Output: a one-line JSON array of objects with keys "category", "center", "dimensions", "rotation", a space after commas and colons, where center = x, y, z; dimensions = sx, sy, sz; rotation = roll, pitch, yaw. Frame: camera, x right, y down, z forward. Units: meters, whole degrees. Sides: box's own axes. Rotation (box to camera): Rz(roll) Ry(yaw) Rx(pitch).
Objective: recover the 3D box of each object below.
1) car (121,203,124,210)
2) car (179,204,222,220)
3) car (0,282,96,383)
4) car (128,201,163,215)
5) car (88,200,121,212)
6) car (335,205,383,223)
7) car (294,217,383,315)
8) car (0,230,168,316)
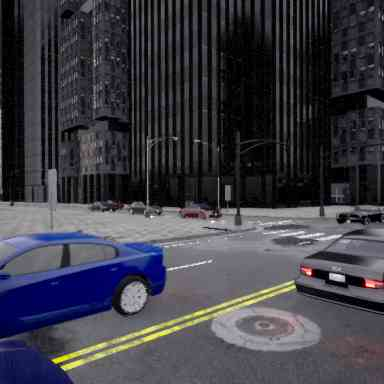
[{"category": "car", "center": [-11.925, 1.881, 48.852], "dimensions": [1.882, 1.535, 5.008], "rotation": [0, 0, -42]}, {"category": "car", "center": [0.697, 1.750, 29.944], "dimensions": [1.994, 1.385, 4.181], "rotation": [0, 0, -43]}, {"category": "car", "center": [-2.676, 1.601, 1.154], "dimensions": [4.718, 1.301, 1.895], "rotation": [0, 0, -42]}, {"category": "car", "center": [-5.151, 1.781, 36.486], "dimensions": [1.837, 1.490, 4.892], "rotation": [0, 0, -42]}, {"category": "car", "center": [-11.945, 1.929, 44.087], "dimensions": [2.033, 1.411, 5.357], "rotation": [0, 0, -42]}, {"category": "car", "center": [11.856, 1.612, 23.193], "dimensions": [4.718, 1.301, 1.895], "rotation": [0, 0, -42]}, {"category": "car", "center": [4.412, 1.547, 7.508], "dimensions": [5.357, 1.411, 2.033], "rotation": [0, 0, -42]}, {"category": "car", "center": [-2.734, 1.477, 5.736], "dimensions": [5.008, 1.535, 1.882], "rotation": [0, 0, -42]}]
